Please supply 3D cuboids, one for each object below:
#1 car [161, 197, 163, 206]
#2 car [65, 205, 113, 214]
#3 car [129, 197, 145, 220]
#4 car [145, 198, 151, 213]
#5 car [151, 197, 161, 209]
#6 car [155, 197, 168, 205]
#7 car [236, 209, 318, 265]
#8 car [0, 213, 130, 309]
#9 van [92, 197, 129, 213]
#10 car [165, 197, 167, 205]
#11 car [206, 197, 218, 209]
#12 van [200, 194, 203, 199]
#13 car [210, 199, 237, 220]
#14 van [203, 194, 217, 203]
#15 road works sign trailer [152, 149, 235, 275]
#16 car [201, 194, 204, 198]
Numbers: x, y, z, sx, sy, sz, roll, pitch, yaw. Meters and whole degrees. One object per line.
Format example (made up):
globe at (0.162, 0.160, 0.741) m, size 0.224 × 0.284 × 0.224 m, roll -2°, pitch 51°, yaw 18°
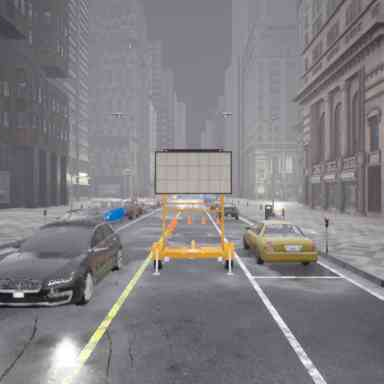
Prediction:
car at (-5.556, 1.553, 50.115) m, size 1.887 × 1.381 × 4.507 m, roll 0°, pitch 0°, yaw 0°
car at (-5.694, 1.553, 16.962) m, size 2.008 × 1.369 × 4.403 m, roll 0°, pitch 0°, yaw 0°
car at (-5.647, 1.319, 28.013) m, size 2.192 × 1.841 × 5.009 m, roll 0°, pitch 0°, yaw 0°
car at (-5.625, 1.550, 33.539) m, size 1.887 × 1.381 × 4.507 m, roll 0°, pitch 0°, yaw 0°
car at (-5.580, 1.533, 44.420) m, size 1.752 × 1.417 × 4.829 m, roll 0°, pitch 0°, yaw 0°
car at (-5.511, 1.556, 61.165) m, size 1.887 × 1.381 × 4.507 m, roll 0°, pitch 0°, yaw 0°
car at (2.820, 1.527, 11.556) m, size 1.752 × 1.417 × 4.829 m, roll 0°, pitch 0°, yaw 0°
car at (-2.966, 1.505, 8.133) m, size 1.837 × 1.490 × 4.892 m, roll 0°, pitch 0°, yaw 0°
van at (-5.670, 1.344, 22.488) m, size 1.690 × 1.788 × 3.998 m, roll 0°, pitch 0°, yaw 0°
car at (-5.533, 1.555, 55.640) m, size 1.887 × 1.381 × 4.507 m, roll 0°, pitch 0°, yaw 0°
car at (2.944, 1.588, 39.010) m, size 1.802 × 1.307 × 4.206 m, roll 0°, pitch 0°, yaw 0°
van at (3.070, 1.355, 66.635) m, size 1.690 × 1.788 × 3.998 m, roll 0°, pitch 0°, yaw 0°
car at (2.894, 1.555, 27.961) m, size 2.008 × 1.369 × 4.403 m, roll 0°, pitch 0°, yaw 0°
van at (2.995, 1.350, 50.061) m, size 1.690 × 1.788 × 3.998 m, roll 0°, pitch 0°, yaw 0°
road works sign trailer at (0.045, 0.466, 10.436) m, size 2.380 × 3.560 × 2.880 m, roll 0°, pitch 0°, yaw 0°
car at (3.044, 1.556, 61.110) m, size 1.887 × 1.381 × 4.507 m, roll 0°, pitch 0°, yaw 0°
